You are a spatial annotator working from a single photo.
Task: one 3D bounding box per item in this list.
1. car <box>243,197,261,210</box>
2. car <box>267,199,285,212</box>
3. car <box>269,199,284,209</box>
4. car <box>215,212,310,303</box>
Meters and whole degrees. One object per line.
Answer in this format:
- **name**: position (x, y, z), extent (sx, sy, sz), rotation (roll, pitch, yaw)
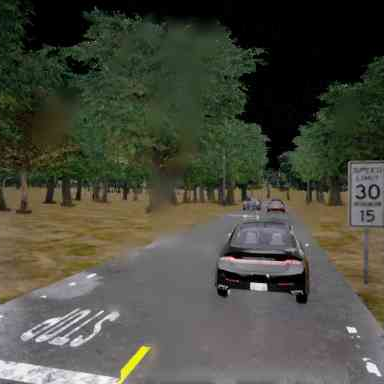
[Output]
- **car**: position (7.849, 1.435, 43.178), extent (2.097, 1.767, 4.553), rotation (0, 0, 15)
- **car**: position (9.727, 1.618, 38.388), extent (1.994, 1.385, 4.181), rotation (0, 0, 15)
- **car**: position (12.223, 1.680, 48.033), extent (2.033, 1.411, 5.357), rotation (0, -1, 15)
- **car**: position (1.811, 1.485, 8.316), extent (2.128, 1.511, 4.902), rotation (0, 0, 15)
